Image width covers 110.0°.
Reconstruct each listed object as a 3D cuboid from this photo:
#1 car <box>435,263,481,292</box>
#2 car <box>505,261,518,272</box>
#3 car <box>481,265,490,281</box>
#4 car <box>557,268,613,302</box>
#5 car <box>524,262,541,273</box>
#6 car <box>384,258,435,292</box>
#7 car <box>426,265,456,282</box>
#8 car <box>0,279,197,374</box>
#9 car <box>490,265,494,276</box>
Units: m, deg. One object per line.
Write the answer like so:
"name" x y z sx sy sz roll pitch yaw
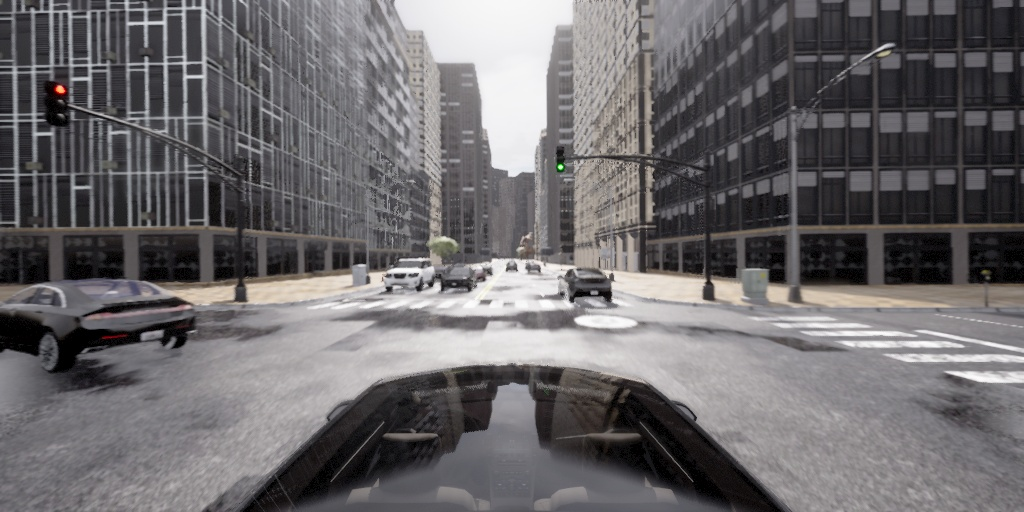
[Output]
"car" -3.349 1.395 23.321 1.882 1.535 5.008 -1 -1 0
"car" -0.010 1.716 55.008 1.812 1.442 4.674 -1 -1 0
"car" -3.340 1.575 32.906 1.994 1.385 4.181 -1 -1 0
"car" 3.344 1.288 16.969 1.837 1.490 4.892 0 -1 0
"car" 3.240 1.626 52.493 2.128 1.511 4.902 -1 -1 0
"car" -6.601 1.175 23.775 2.150 2.045 5.566 -1 -1 0
"car" -6.575 1.616 33.811 1.994 1.385 4.181 -1 -1 0
"car" -8.764 1.226 7.358 4.902 1.511 2.128 0 0 21
"car" -3.260 1.711 43.197 1.895 1.301 4.718 -1 -1 0
